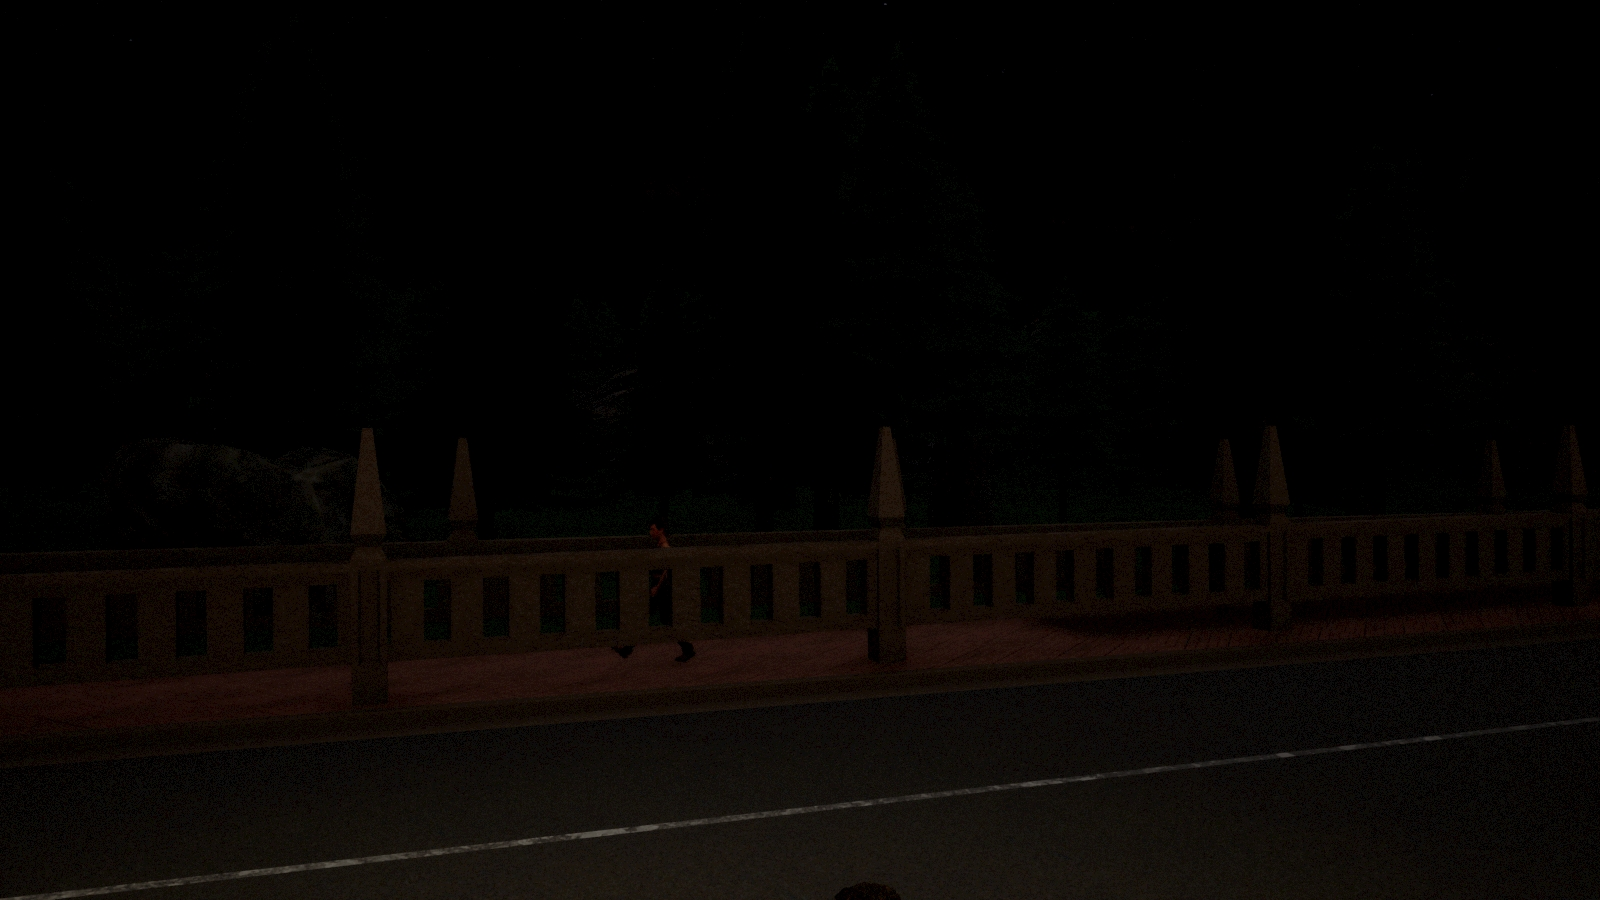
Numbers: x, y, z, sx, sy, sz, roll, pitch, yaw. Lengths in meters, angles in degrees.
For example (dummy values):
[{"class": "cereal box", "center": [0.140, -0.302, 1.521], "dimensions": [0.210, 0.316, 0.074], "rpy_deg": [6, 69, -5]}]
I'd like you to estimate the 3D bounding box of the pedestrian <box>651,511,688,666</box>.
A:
[{"class": "pedestrian", "center": [-1.616, 1.694, 14.118], "dimensions": [0.375, 1.860, 0.375], "rpy_deg": [0, 0, -20]}]
